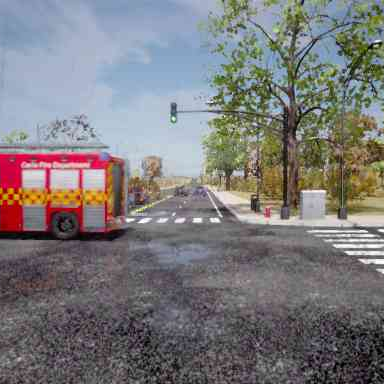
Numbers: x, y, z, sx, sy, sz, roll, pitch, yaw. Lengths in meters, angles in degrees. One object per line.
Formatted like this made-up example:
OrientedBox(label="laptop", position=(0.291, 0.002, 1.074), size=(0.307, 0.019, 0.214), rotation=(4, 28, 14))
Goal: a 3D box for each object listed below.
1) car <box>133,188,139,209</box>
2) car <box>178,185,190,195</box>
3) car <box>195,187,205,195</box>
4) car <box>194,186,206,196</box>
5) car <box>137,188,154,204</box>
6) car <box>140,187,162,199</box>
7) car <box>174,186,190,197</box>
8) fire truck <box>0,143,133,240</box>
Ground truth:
OrientedBox(label="car", position=(-6.116, 0.734, 27.978), size=(1.882, 1.535, 5.008), rotation=(0, 2, 2))
OrientedBox(label="car", position=(-1.572, -0.458, 66.797), size=(2.097, 1.767, 4.553), rotation=(0, 2, 2))
OrientedBox(label="car", position=(1.679, -0.264, 66.732), size=(1.994, 1.385, 4.181), rotation=(0, 2, 2))
OrientedBox(label="car", position=(1.364, -0.199, 56.635), size=(2.097, 1.767, 4.553), rotation=(0, 2, 2))
OrientedBox(label="car", position=(-5.829, 0.582, 36.955), size=(1.994, 1.385, 4.181), rotation=(0, 2, 3))
OrientedBox(label="car", position=(-5.524, 0.103, 46.923), size=(2.097, 1.767, 4.553), rotation=(0, 2, 2))
OrientedBox(label="car", position=(-1.883, -0.184, 56.770), size=(2.097, 1.767, 4.553), rotation=(0, 2, 2))
OrientedBox(label="fire truck", position=(-7.158, -0.065, 14.195), size=(8.468, 3.827, 2.891), rotation=(0, 2, 4))
